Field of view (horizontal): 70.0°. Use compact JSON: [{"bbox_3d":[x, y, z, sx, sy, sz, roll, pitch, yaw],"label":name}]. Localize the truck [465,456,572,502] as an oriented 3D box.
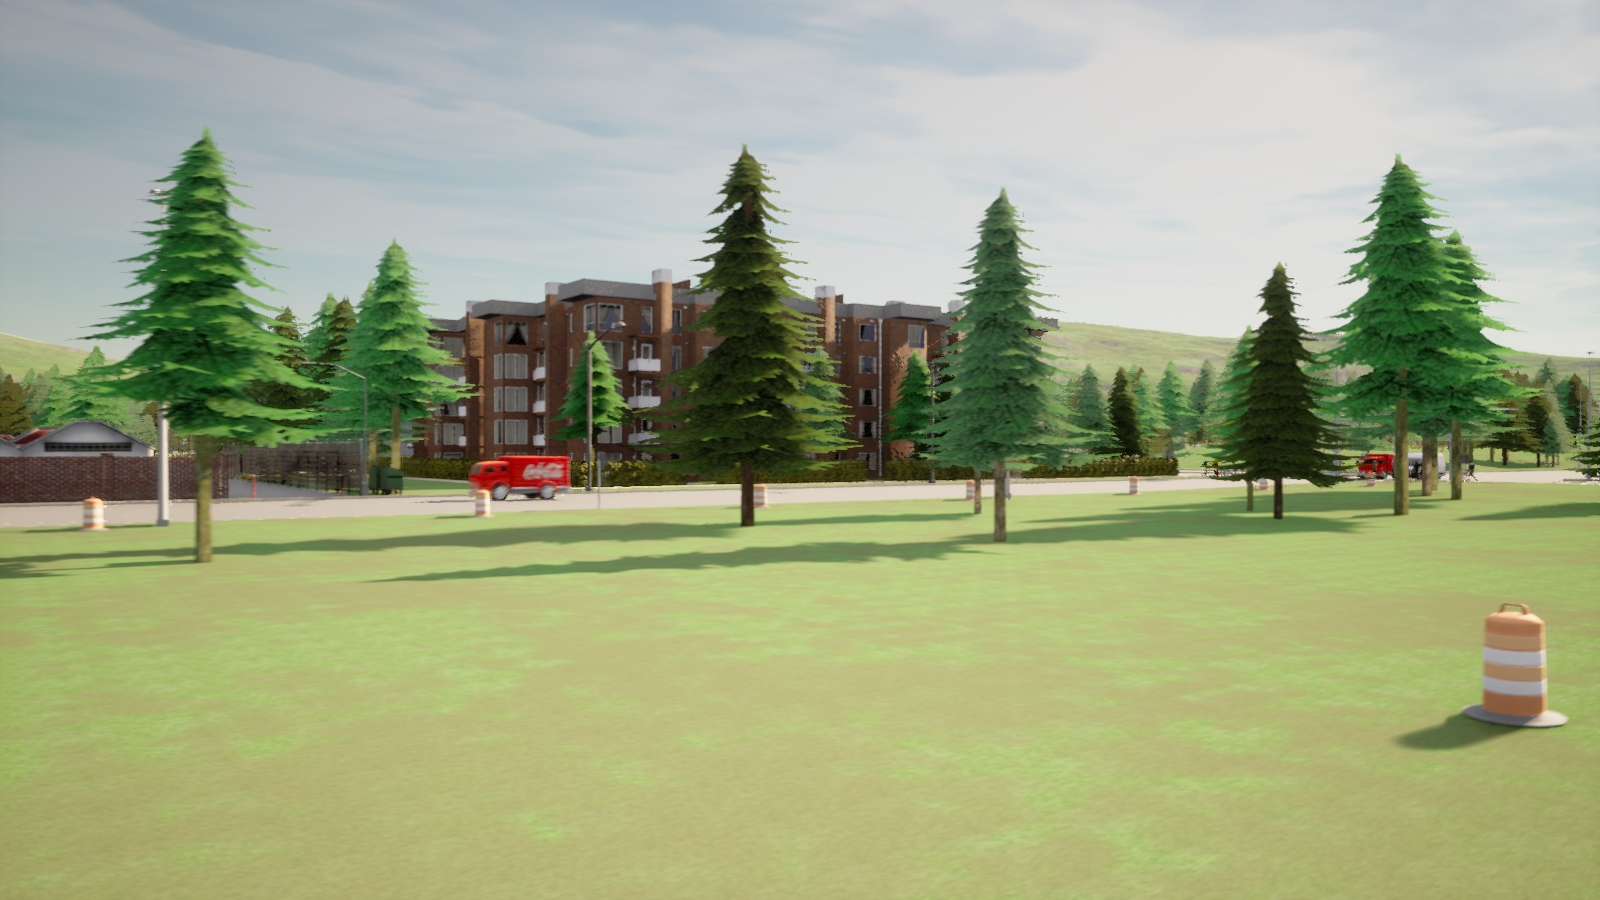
[{"bbox_3d":[-15.689,1.568,63.709,5.204,2.467,2.627,0,0,-35],"label":"truck"}]
